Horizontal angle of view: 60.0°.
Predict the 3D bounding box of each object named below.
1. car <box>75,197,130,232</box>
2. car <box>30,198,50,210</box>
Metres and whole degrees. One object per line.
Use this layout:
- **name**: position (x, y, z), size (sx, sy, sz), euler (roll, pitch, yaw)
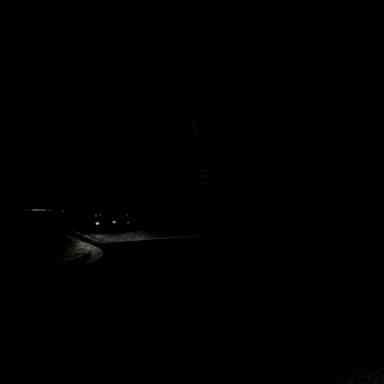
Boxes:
- **car**: position (-5.879, 1.338, 21.249), size (2.150, 2.045, 5.566), euler (1, 0, -32)
- **car**: position (-19.853, 1.526, 43.462), size (1.994, 1.385, 4.181), euler (1, 0, -32)
